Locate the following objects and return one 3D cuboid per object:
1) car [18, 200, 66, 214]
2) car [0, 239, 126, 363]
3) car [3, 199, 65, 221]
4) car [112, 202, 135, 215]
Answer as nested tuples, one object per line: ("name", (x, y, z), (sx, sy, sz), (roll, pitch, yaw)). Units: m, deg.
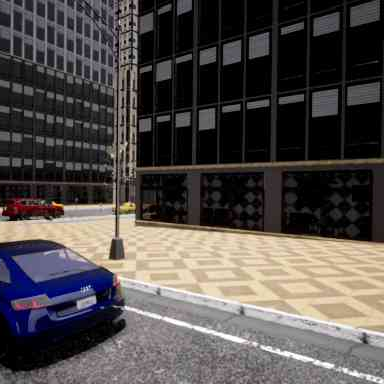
("car", (-17.308, 1.643, 38.510), (1.752, 1.417, 4.829), (1, 0, 36))
("car", (-3.181, 1.561, 5.935), (4.181, 1.385, 1.994), (0, 0, 34))
("car", (-13.778, 1.520, 29.147), (2.192, 1.841, 5.009), (1, 0, 36))
("car", (-7.013, 1.830, 38.383), (1.752, 1.417, 4.829), (1, 0, 36))
